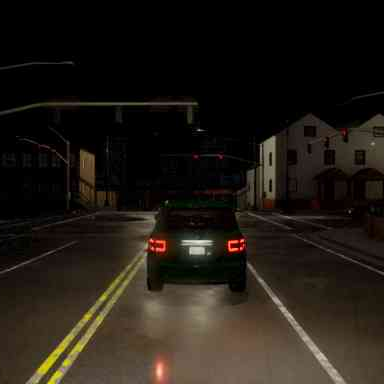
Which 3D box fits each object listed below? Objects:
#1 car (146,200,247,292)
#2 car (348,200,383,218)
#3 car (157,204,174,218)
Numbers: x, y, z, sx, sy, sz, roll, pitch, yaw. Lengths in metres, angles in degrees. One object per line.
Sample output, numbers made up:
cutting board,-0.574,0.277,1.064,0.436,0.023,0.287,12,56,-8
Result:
car,0.097,1.225,9.101,2.150,2.045,5.566,0,0,0
car,16.585,1.502,29.816,4.902,1.511,2.128,0,0,-1
car,-3.560,2.613,45.373,1.812,1.442,4.674,0,-9,0
